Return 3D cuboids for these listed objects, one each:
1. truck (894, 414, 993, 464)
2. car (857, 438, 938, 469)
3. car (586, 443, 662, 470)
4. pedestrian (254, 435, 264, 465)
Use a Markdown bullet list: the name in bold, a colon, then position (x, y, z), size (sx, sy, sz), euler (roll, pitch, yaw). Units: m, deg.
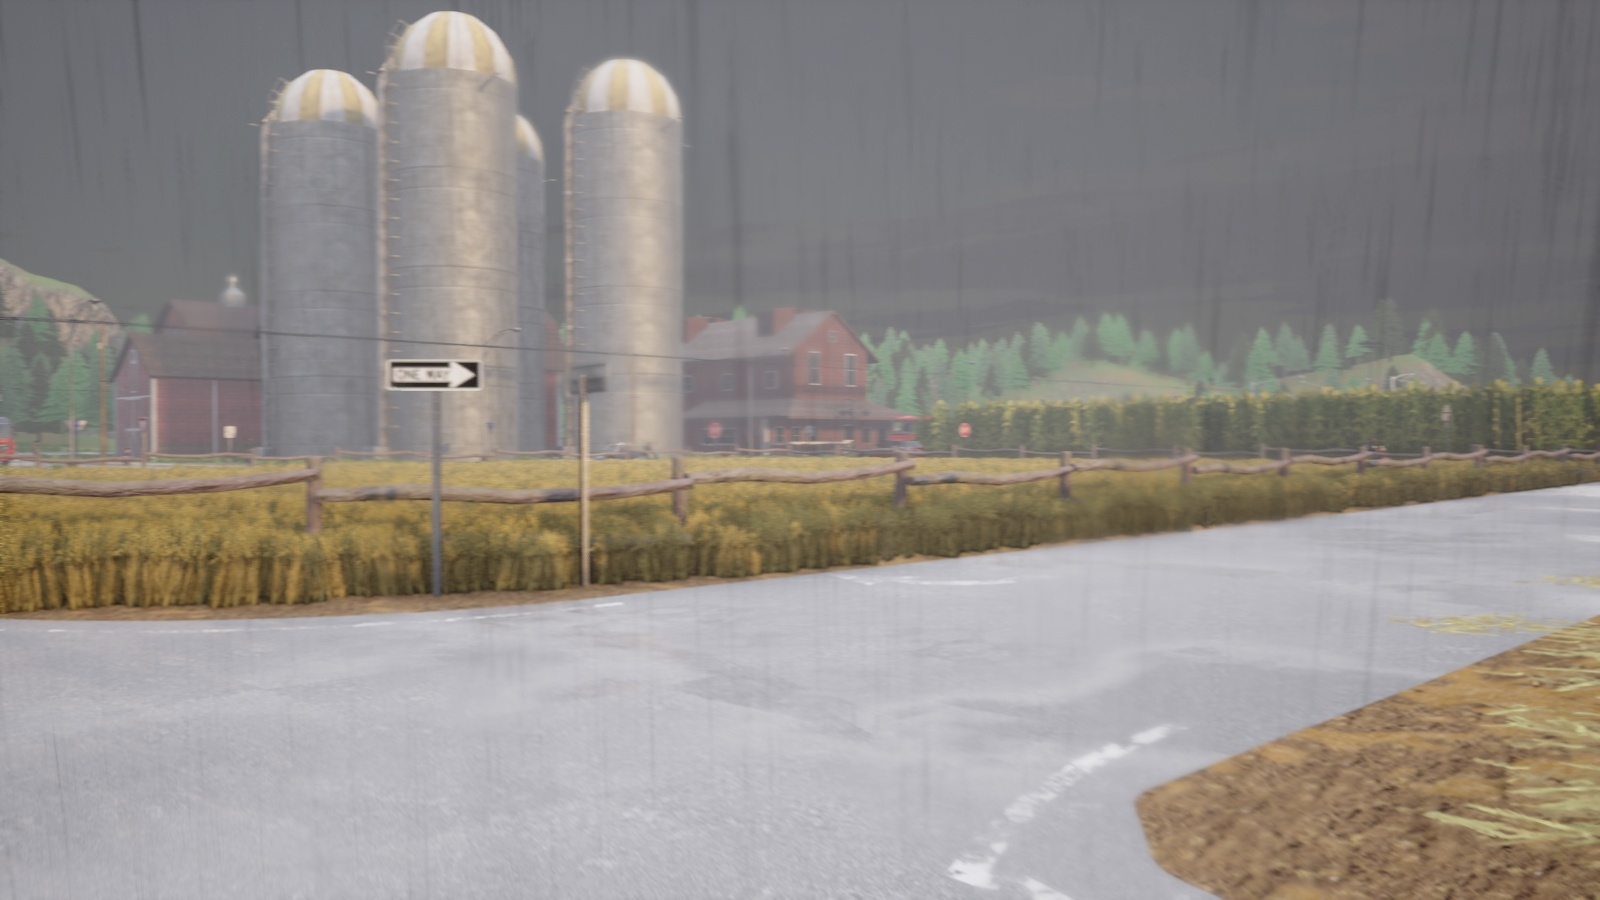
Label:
- **truck**: position (10.496, -0.774, 91.256), size (2.891, 3.462, 7.936), euler (0, 0, 44)
- **car**: position (5.724, 0.171, 74.168), size (2.097, 1.767, 4.553), euler (0, 0, -43)
- **car**: position (-9.910, 0.320, 70.907), size (1.970, 1.475, 3.806), euler (0, 0, 45)
- **pedestrian**: position (-33.451, 0.007, 77.635), size (0.353, 1.847, 0.614), euler (0, 0, -42)
